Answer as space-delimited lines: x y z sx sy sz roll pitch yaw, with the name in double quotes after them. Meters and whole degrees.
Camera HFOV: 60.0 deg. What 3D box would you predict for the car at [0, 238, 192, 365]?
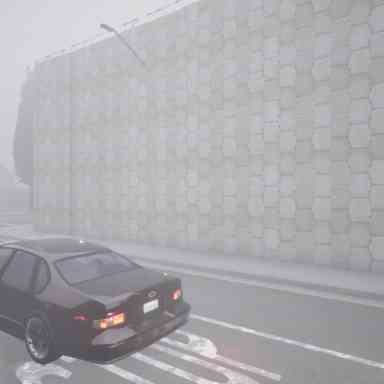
-2.592 1.547 5.825 5.357 1.411 2.033 0 0 35 "car"
